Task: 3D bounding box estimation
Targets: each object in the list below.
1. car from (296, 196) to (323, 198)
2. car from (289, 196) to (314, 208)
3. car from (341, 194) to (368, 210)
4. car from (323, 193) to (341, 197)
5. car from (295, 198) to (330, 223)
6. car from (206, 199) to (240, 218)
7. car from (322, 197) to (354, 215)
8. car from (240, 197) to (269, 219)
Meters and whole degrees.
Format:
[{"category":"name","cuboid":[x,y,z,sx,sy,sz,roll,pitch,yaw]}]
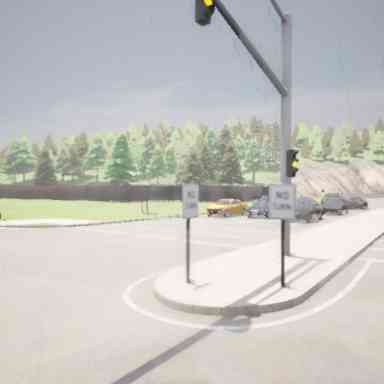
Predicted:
[{"category":"car","cuboid":[12.423,1.477,36.514,2.033,1.411,5.357,0,0,36]},{"category":"car","cuboid":[15.278,1.385,46.340,1.882,1.535,5.008,0,0,36]},{"category":"car","cuboid":[20.700,1.304,41.910,2.097,1.767,4.553,0,0,36]},{"category":"car","cuboid":[19.563,1.154,46.267,2.150,2.045,5.566,0,0,36]},{"category":"car","cuboid":[8.480,1.443,25.184,2.128,1.511,4.902,0,0,36]},{"category":"car","cuboid":[3.155,1.385,29.748,1.882,1.535,5.008,0,0,36]},{"category":"car","cuboid":[14.225,1.499,33.065,2.033,1.411,5.357,0,0,36]},{"category":"car","cuboid":[6.367,1.421,28.217,2.128,1.511,4.902,0,0,36]}]
